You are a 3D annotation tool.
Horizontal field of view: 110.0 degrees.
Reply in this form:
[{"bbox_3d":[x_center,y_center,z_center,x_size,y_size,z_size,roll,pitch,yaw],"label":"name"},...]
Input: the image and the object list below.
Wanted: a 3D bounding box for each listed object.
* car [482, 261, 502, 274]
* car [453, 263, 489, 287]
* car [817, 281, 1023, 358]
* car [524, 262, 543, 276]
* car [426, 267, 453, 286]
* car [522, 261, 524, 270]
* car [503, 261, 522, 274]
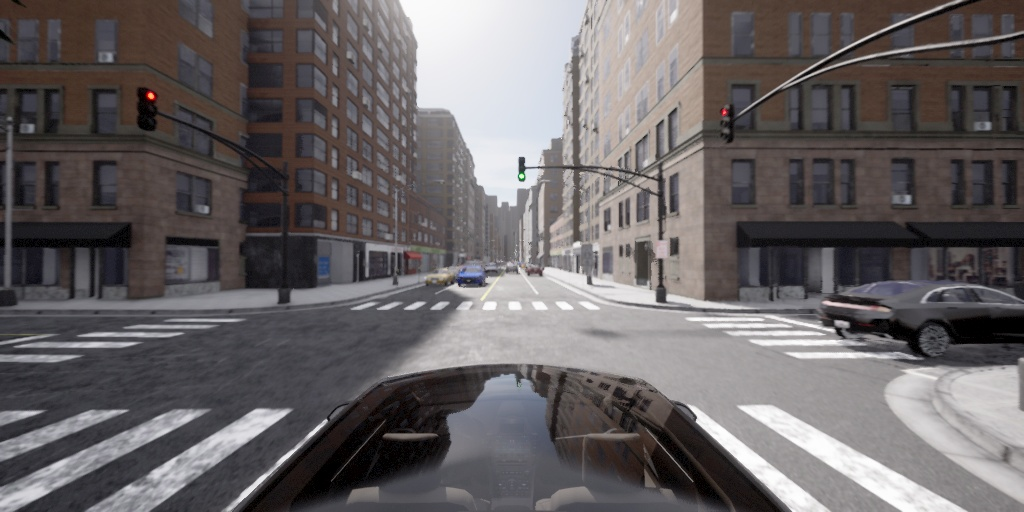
[{"bbox_3d":[-3.042,1.914,54.528,2.033,1.411,5.357,0,-1,0],"label":"car"},{"bbox_3d":[-3.102,1.528,28.178,1.882,1.535,5.008,0,-1,0],"label":"car"},{"bbox_3d":[9.786,1.316,8.176,4.902,1.511,2.128,0,-1,-4],"label":"car"},{"bbox_3d":[2.850,1.691,45.170,1.967,1.591,4.097,0,0,0],"label":"car"},{"bbox_3d":[-5.672,1.583,28.612,1.751,1.417,4.829,0,0,0],"label":"car"},{"bbox_3d":[2.848,1.935,56.066,2.007,1.370,4.403,0,0,0],"label":"car"},{"bbox_3d":[0.038,1.838,52.925,2.128,1.511,4.902,0,-1,1],"label":"car"}]
